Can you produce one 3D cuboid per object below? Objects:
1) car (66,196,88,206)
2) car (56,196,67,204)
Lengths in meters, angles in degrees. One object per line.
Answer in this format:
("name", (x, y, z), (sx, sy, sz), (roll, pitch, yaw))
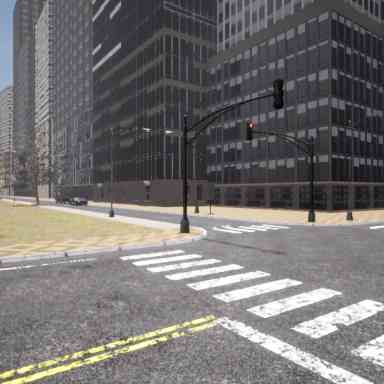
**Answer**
("car", (-18.849, 1.603, 55.243), (1.895, 1.301, 4.718), (0, 0, -35))
("car", (-24.641, 1.511, 63.508), (1.837, 1.490, 4.892), (0, 0, -35))
